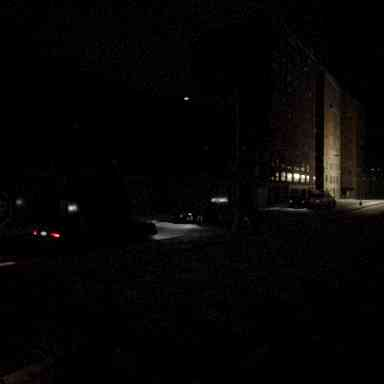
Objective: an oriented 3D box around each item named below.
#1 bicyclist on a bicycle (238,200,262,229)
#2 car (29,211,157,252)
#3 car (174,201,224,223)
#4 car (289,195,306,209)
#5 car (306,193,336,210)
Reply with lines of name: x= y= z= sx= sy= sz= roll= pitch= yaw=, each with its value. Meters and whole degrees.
bicyclist on a bicycle: x=3.162 y=1.272 z=18.644 sx=1.656 sy=1.620 sz=0.582 roll=0 pitch=0 yaw=36
car: x=-3.818 y=1.524 z=13.884 sx=2.033 sy=1.411 sz=5.357 roll=0 pitch=0 yaw=36
car: x=0.635 y=1.452 z=25.180 sx=1.837 sy=1.490 sz=4.892 roll=0 pitch=0 yaw=36
car: x=14.723 y=1.259 z=44.734 sx=2.097 sy=1.767 sz=4.553 roll=0 pitch=0 yaw=36
car: x=16.955 y=1.142 z=42.931 sx=2.150 sy=2.045 sz=5.566 roll=0 pitch=1 yaw=35
